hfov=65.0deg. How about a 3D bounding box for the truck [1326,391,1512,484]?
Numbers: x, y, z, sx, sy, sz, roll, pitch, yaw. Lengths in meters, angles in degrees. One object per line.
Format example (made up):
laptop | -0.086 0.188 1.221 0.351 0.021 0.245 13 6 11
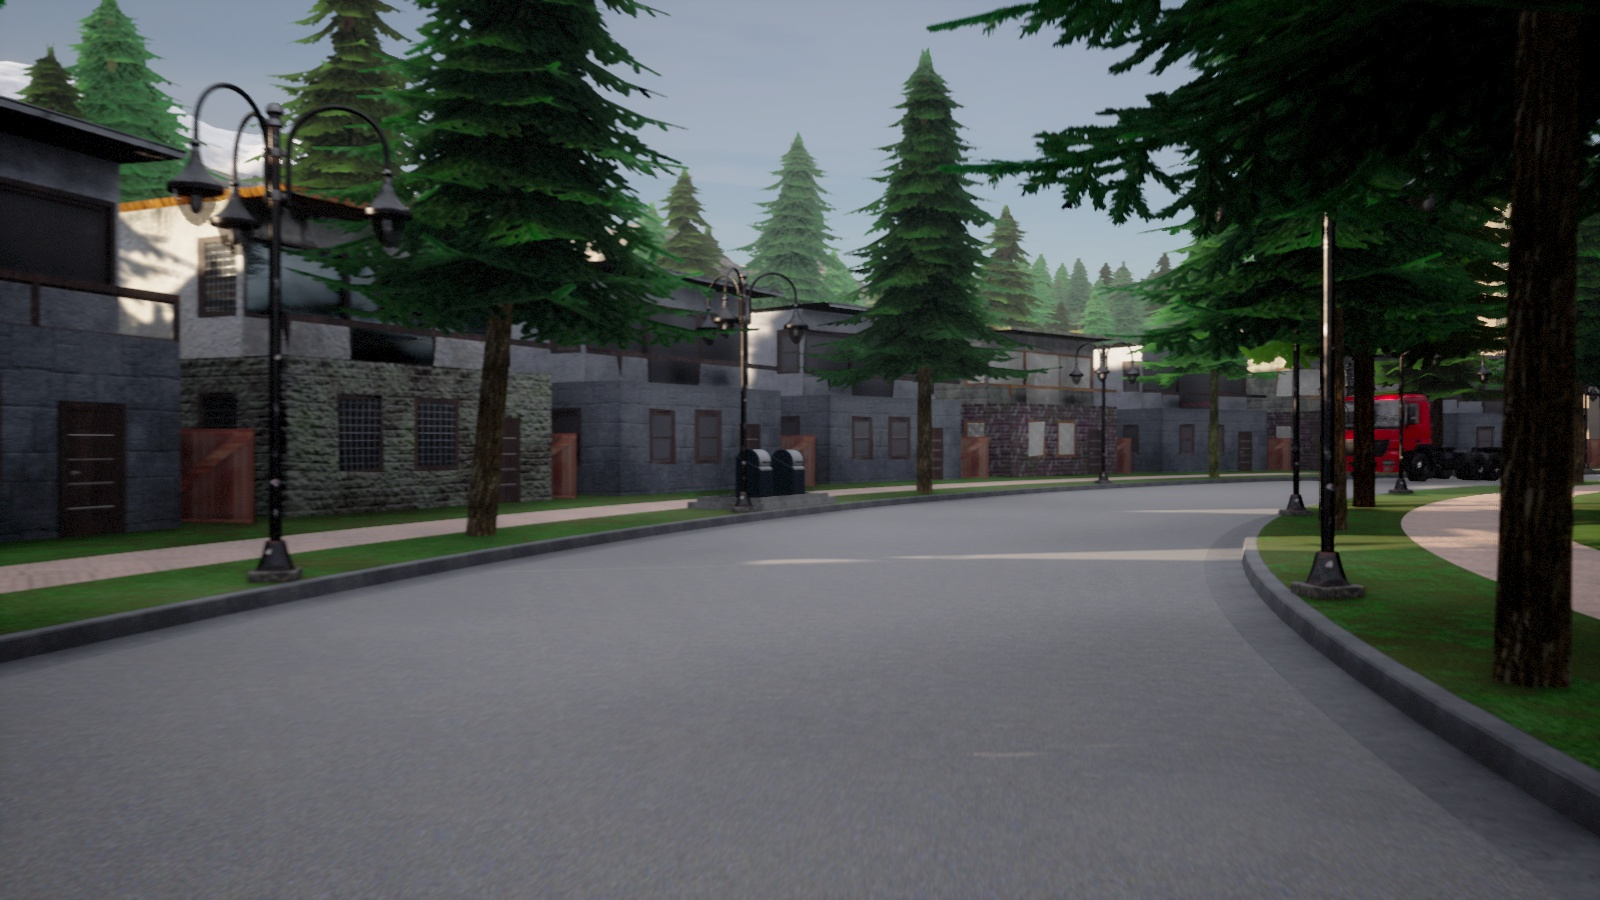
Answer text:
truck | 24.730 -0.475 50.022 7.936 3.462 2.891 0 0 -32
